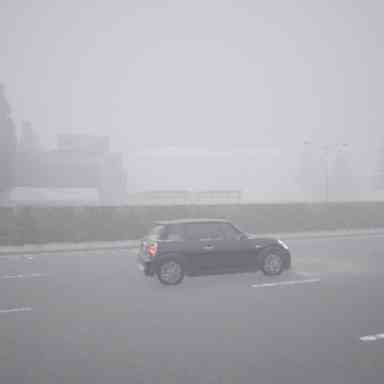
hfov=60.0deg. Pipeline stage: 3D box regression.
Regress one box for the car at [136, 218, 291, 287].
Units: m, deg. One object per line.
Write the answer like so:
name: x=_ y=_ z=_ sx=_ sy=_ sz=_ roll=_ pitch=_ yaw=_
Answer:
car: x=0.674 y=1.594 z=10.080 sx=4.553 sy=1.767 sz=2.097 roll=0 pitch=-1 yaw=-18
